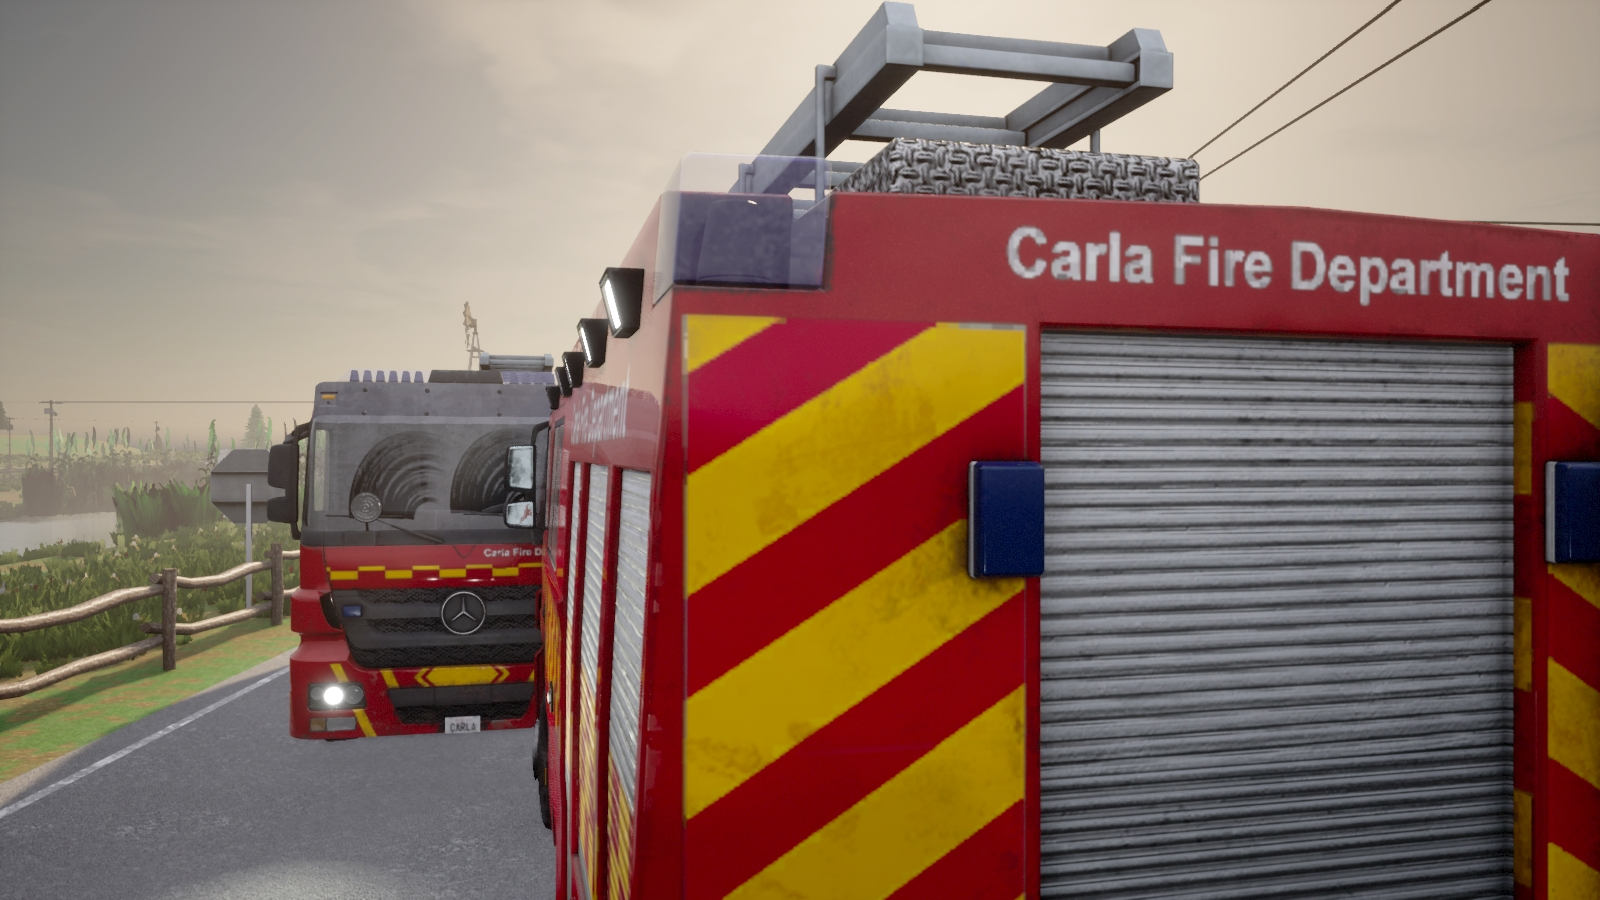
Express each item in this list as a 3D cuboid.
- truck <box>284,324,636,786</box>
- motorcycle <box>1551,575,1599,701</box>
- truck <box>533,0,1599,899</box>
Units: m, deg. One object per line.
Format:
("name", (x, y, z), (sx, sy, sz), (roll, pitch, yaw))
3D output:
("truck", (-3.899, 0.862, 13.917), (2.891, 3.827, 8.468), (0, 0, -14))
("motorcycle", (9.797, 2.142, 13.150), (1.805, 1.316, 0.856), (0, 0, -7))
("truck", (-0.043, 0.867, 6.871), (2.891, 3.827, 8.468), (0, 0, -14))
